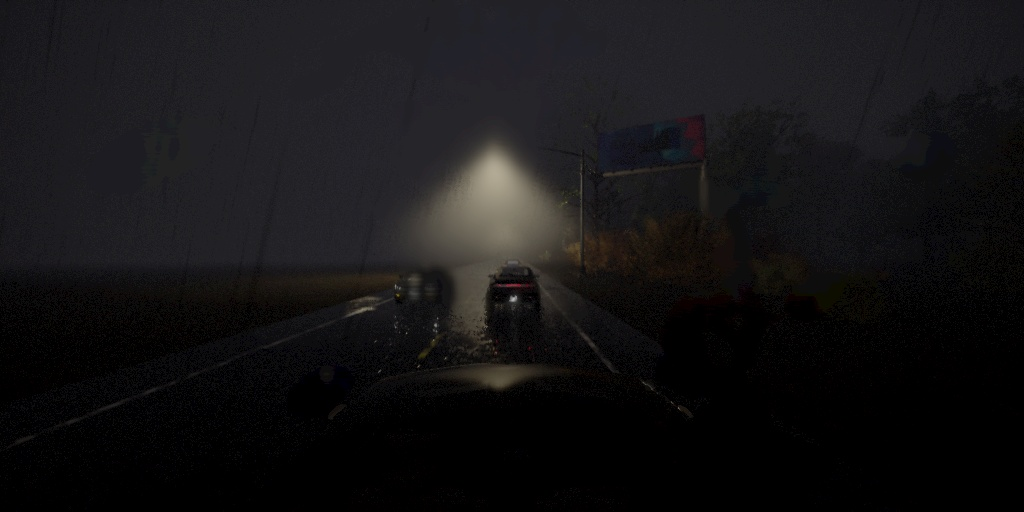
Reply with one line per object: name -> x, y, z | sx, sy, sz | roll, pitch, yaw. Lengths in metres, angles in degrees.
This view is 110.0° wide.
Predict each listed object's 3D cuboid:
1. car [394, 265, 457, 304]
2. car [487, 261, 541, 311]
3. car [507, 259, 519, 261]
car -> -3.563, 1.138, 15.522 | 1.837, 1.490, 4.892 | 0, 0, 0
car -> 0.073, 1.139, 13.814 | 2.128, 1.511, 4.902 | 0, 1, 0
car -> 0.092, 1.022, 35.486 | 1.994, 1.385, 4.181 | 0, 0, 0
